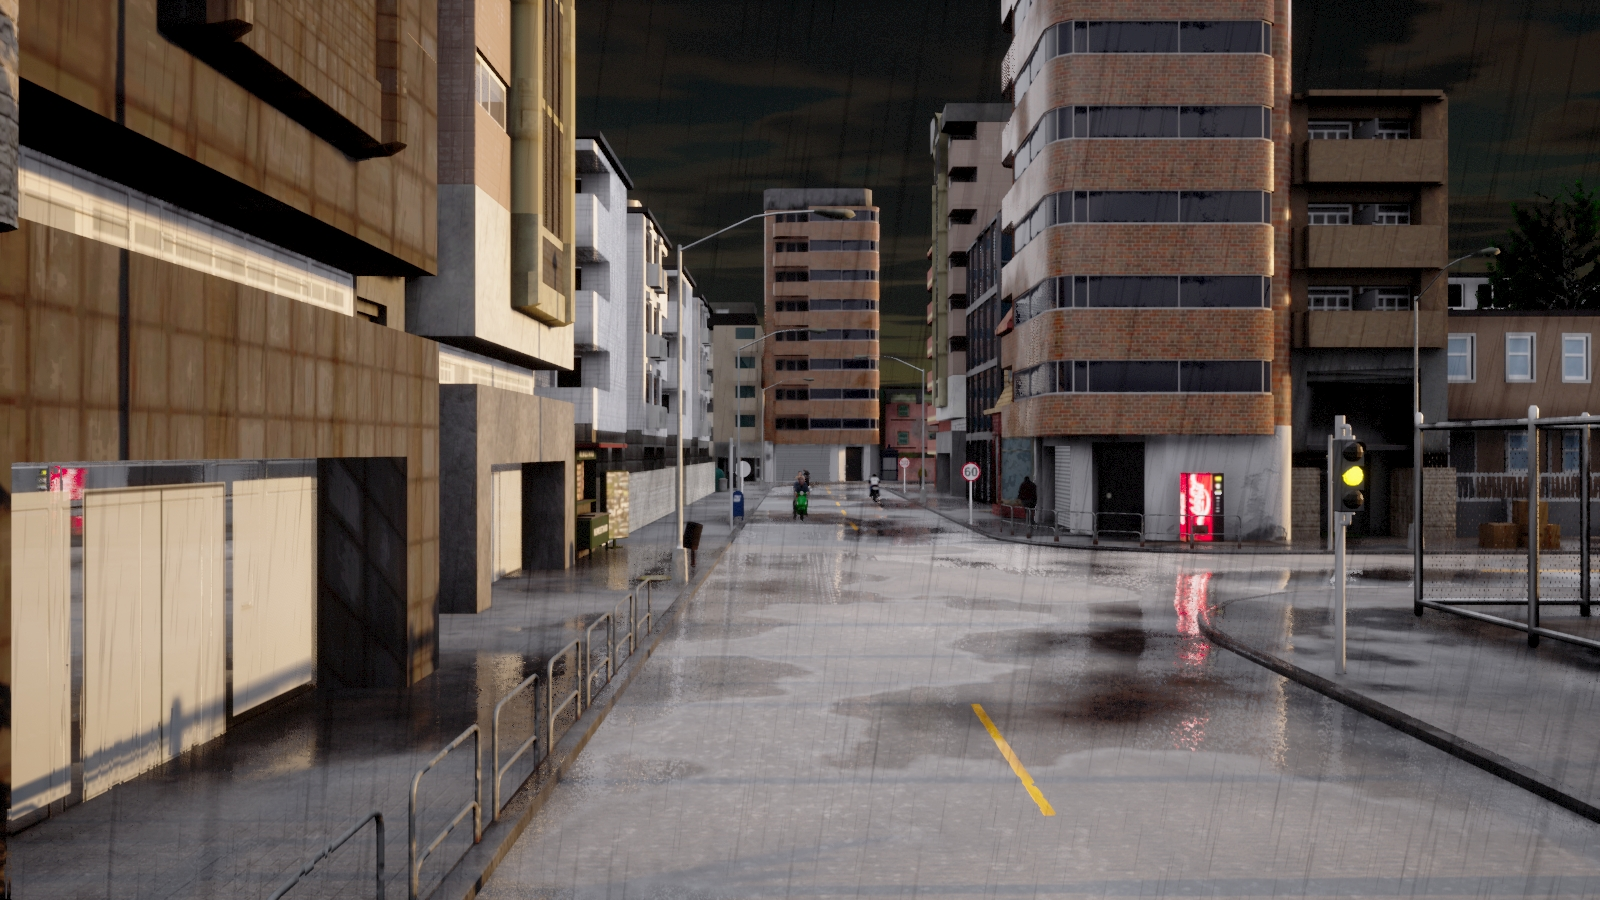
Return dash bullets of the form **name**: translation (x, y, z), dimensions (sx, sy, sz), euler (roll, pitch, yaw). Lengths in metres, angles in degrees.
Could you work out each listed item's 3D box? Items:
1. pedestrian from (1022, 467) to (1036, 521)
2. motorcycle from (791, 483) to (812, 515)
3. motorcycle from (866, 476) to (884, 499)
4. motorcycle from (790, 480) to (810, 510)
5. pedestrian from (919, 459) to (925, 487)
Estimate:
- **pedestrian**: translation (7.894, 1.523, 39.417), dimensions (0.375, 1.860, 0.375), euler (0, 0, -6)
- **motorcycle**: translation (0.063, 1.970, 46.521), dimensions (0.856, 1.236, 1.805), euler (0, 0, 0)
- **motorcycle**: translation (4.033, 2.003, 61.611), dimensions (0.803, 1.145, 2.033), euler (0, 0, 0)
- **motorcycle**: translation (0.019, 1.970, 50.389), dimensions (0.856, 1.236, 1.805), euler (0, 0, 0)
- **pedestrian**: translation (8.132, 1.536, 76.294), dimensions (0.375, 1.860, 0.375), euler (0, 0, 4)
